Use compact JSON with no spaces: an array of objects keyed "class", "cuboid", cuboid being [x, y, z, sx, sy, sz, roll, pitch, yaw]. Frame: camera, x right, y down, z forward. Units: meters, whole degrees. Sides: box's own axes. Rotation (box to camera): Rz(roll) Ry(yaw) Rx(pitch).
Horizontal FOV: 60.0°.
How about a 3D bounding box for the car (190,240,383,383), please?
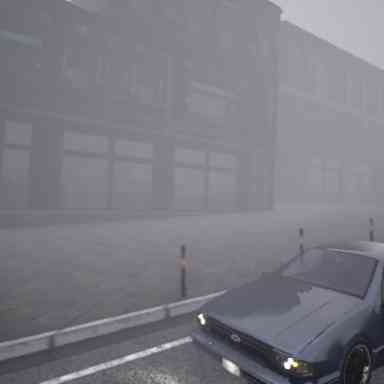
[{"class":"car","cuboid":[2.593,1.530,5.226,5.357,1.411,2.033,0,0,-35]}]
